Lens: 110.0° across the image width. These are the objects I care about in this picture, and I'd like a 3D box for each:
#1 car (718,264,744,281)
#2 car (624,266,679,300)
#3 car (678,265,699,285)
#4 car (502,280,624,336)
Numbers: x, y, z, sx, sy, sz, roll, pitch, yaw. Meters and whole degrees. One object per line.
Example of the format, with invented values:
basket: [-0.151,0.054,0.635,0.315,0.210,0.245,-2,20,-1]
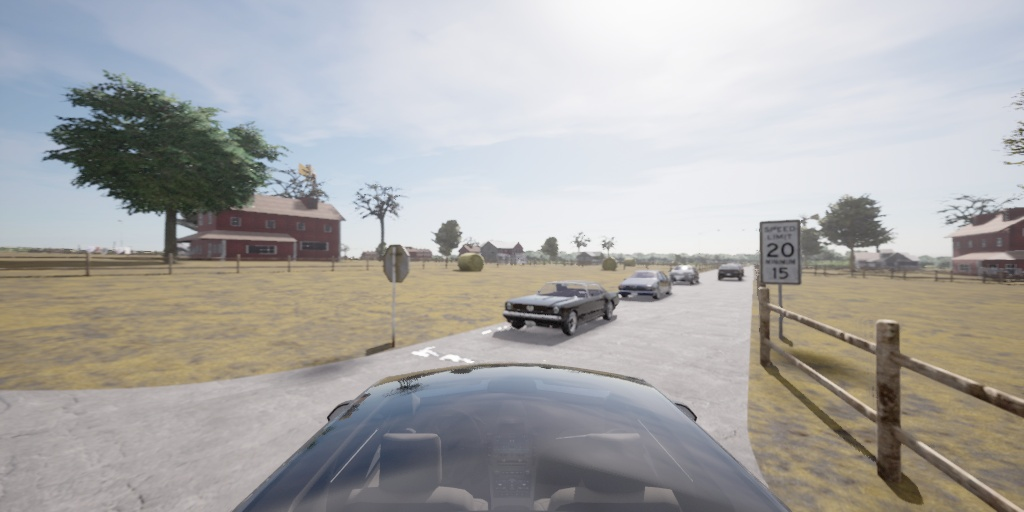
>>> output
car: [21.529,1.581,35.365,1.882,1.535,5.008,-1,-1,35]
car: [7.442,1.486,19.644,2.033,1.411,5.357,-1,-1,34]
car: [14.310,1.542,29.821,2.128,1.511,4.902,-1,-1,34]
car: [1.708,1.453,11.144,1.895,1.301,4.718,-1,-1,34]
